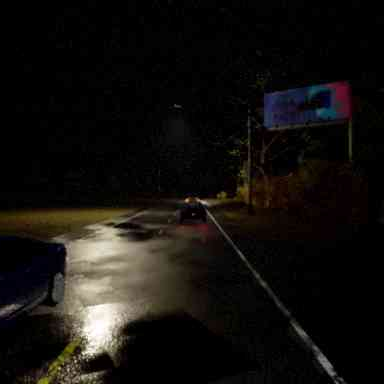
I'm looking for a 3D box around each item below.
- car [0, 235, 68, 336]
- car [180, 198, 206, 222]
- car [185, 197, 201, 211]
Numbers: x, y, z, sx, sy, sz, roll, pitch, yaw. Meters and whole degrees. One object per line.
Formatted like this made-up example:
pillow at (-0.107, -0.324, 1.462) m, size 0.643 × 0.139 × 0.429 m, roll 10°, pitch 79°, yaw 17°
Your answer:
car at (-3.598, 1.476, 5.172) m, size 1.882 × 1.535 × 5.008 m, roll 0°, pitch 0°, yaw 0°
car at (0.092, 1.466, 26.383) m, size 1.882 × 1.535 × 5.008 m, roll 0°, pitch 0°, yaw 0°
car at (0.093, 1.459, 42.243) m, size 1.882 × 1.535 × 5.008 m, roll 0°, pitch 0°, yaw 0°
